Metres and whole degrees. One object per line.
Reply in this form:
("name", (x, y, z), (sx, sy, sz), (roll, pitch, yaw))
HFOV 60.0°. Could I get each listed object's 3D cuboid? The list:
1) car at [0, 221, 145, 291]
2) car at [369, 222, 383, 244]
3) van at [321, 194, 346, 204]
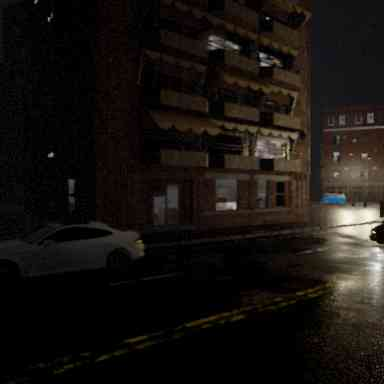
("car", (-3.563, 1.545, 9.140), (4.674, 1.442, 1.812), (0, 0, -36))
("car", (10.247, 1.646, 15.258), (5.357, 1.411, 2.033), (0, 0, -37))
("van", (24.613, 1.210, 57.808), (3.998, 1.788, 1.690), (1, -1, 21))
